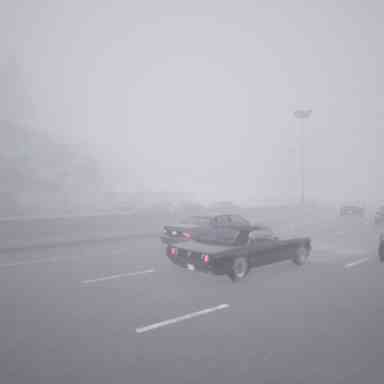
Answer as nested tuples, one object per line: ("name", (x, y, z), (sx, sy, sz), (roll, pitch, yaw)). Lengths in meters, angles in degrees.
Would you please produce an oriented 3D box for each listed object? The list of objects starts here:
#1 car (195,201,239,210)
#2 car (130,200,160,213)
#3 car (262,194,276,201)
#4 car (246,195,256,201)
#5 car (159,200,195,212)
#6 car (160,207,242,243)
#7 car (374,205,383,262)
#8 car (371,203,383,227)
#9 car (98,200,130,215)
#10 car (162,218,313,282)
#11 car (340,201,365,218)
("car", (2.769, 1.581, 31.973), (1.882, 1.535, 5.008), (0, 0, 36))
("car", (-3.710, 1.602, 34.912), (1.882, 1.535, 5.008), (0, 0, 36))
("car", (16.210, 1.323, 70.224), (2.150, 2.045, 5.566), (0, 0, 2))
("car", (12.740, 1.386, 71.772), (1.882, 1.535, 5.008), (0, 0, 2))
("car", (-0.608, 1.605, 33.281), (2.128, 1.511, 4.902), (0, 0, 36))
("car", (1.200, 1.594, 14.190), (5.357, 1.411, 2.033), (0, 0, -42))
("car", (8.038, 1.377, 11.177), (4.553, 1.767, 2.097), (0, 0, -44))
("car", (14.353, 1.603, 23.782), (2.033, 1.411, 5.357), (0, 0, 37))
("car", (-7.680, 1.638, 35.550), (1.837, 1.490, 4.892), (0, 0, 39))
("car", (1.658, 1.633, 9.953), (4.718, 1.301, 1.895), (0, 0, -41))
("car", (15.097, 1.605, 31.304), (1.812, 1.442, 4.674), (0, 0, 31))
